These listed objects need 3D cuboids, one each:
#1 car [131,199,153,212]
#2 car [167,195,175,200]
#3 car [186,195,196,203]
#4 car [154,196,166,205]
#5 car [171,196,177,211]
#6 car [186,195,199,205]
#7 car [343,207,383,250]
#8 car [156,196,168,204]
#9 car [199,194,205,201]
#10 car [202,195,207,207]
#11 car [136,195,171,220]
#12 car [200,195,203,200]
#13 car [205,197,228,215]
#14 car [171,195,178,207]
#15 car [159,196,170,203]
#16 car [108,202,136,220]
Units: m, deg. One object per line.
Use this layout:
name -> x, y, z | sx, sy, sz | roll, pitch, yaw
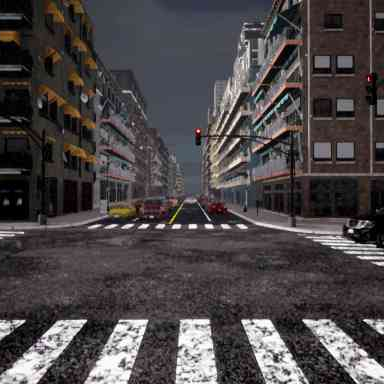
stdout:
car -> -5.814, 1.552, 39.079 | 1.887, 1.381, 4.507 | 1, 0, 0
car -> -5.998, 1.580, 94.313 | 2.008, 1.369, 4.403 | 1, 0, 0
car -> -0.233, 1.473, 69.828 | 2.128, 1.511, 4.902 | 0, 0, 0
car -> -5.887, 1.539, 61.003 | 1.752, 1.417, 4.829 | 1, 0, 0
car -> -3.230, 1.554, 38.666 | 2.033, 1.411, 5.357 | 0, 0, 0
car -> -0.199, 1.614, 59.851 | 1.895, 1.301, 4.718 | 0, 0, 0
car -> 9.706, 1.408, 14.739 | 5.566, 2.045, 2.150 | 1, -1, -4
car -> -5.906, 1.567, 66.697 | 2.008, 1.369, 4.403 | 1, 0, 0
car -> 2.726, 1.374, 81.883 | 2.097, 1.767, 4.553 | 0, 0, 0
car -> 2.568, 1.447, 39.093 | 1.967, 1.590, 4.097 | 1, 0, 0
car -> -3.168, 1.356, 28.116 | 2.097, 1.767, 4.553 | 0, 0, -1
car -> 2.530, 1.592, 50.140 | 1.802, 1.307, 4.206 | 1, 0, 0
car -> 2.586, 1.550, 33.570 | 1.887, 1.381, 4.507 | 1, 0, 0
car -> -3.253, 1.362, 49.514 | 2.097, 1.767, 4.553 | 0, 0, 0
car -> -5.925, 1.563, 72.220 | 1.887, 1.381, 4.507 | 1, 0, 0
car -> -5.776, 1.530, 27.862 | 1.752, 1.417, 4.829 | 1, 0, 0
